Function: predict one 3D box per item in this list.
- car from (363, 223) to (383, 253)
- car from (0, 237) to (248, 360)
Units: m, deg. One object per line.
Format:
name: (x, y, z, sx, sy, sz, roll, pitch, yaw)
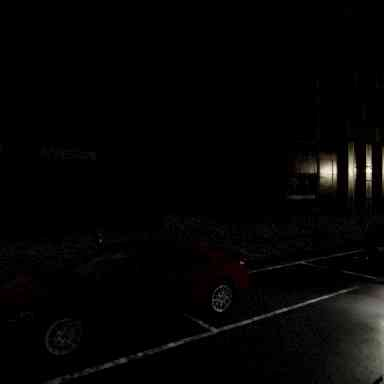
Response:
car: (8.198, 1.567, 12.462, 4.313, 1.339, 1.947, 0, 0, -35)
car: (-0.994, 1.545, 5.936, 4.507, 1.381, 1.887, 0, 0, -35)
